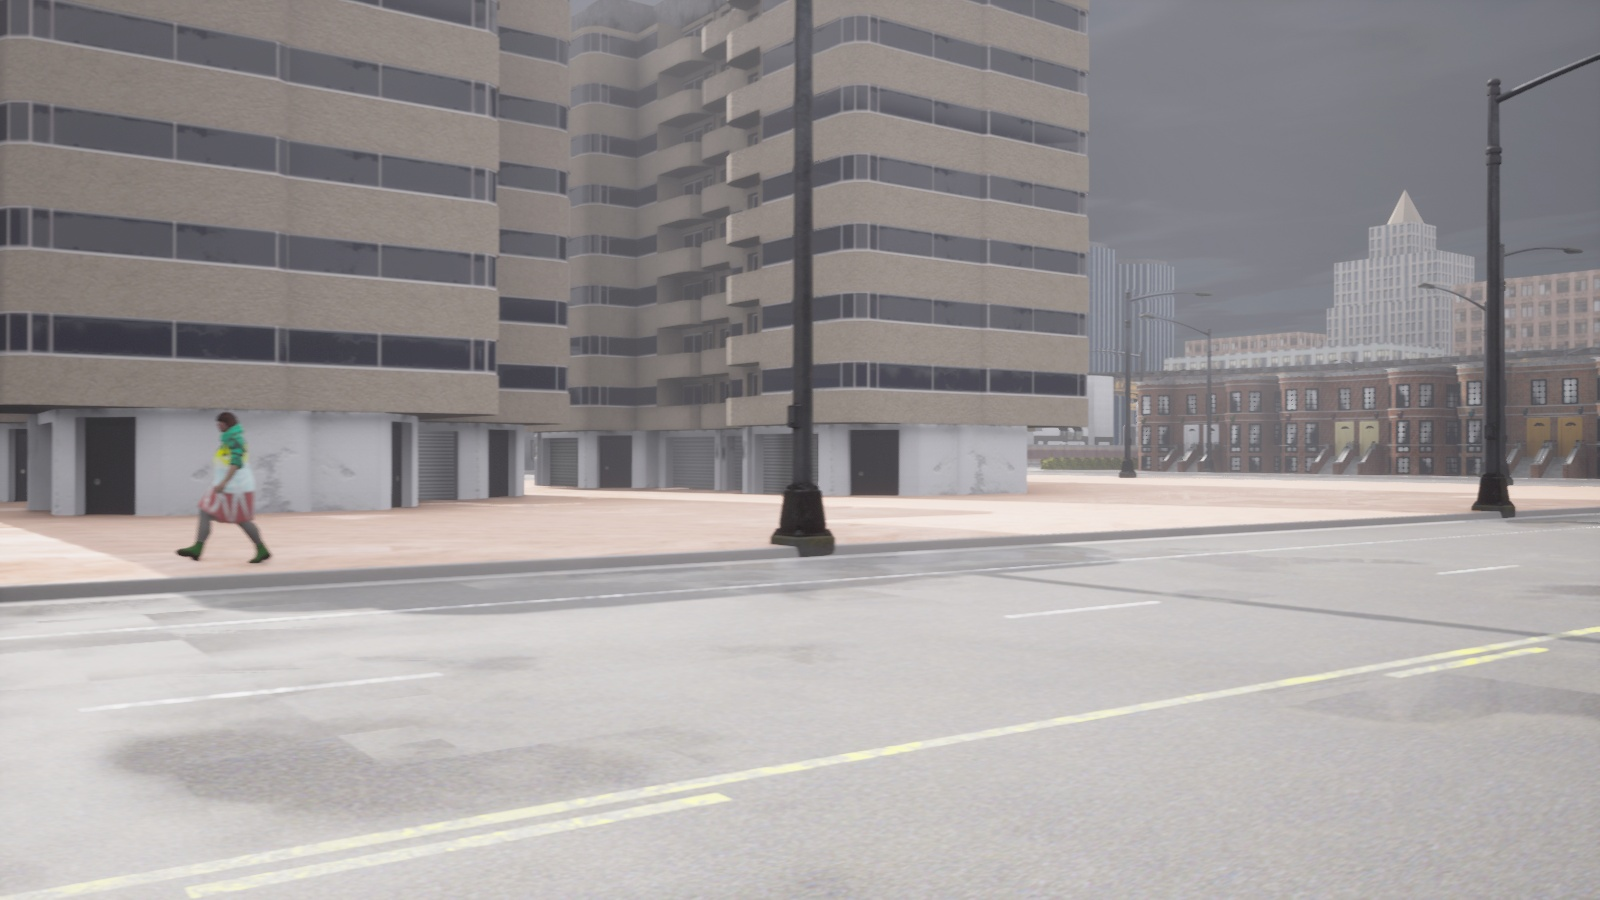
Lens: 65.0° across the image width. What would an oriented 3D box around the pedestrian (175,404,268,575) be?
[{"bbox_3d":[-6.857,0.451,14.890,0.873,1.952,0.659,0,0,-38],"label":"pedestrian"}]
